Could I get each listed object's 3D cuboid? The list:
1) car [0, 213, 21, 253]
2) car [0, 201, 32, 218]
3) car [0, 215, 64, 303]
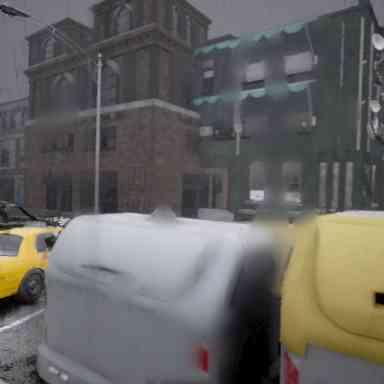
[{"bbox_3d":[-8.663,1.567,11.702,2.002,1.452,4.674,1,-1,16],"label":"car"},{"bbox_3d":[-6.217,1.271,9.963,2.435,2.045,5.566,0,-1,16],"label":"car"},{"bbox_3d":[-3.722,1.510,8.337,1.946,1.575,5.366,0,-1,16],"label":"car"}]
